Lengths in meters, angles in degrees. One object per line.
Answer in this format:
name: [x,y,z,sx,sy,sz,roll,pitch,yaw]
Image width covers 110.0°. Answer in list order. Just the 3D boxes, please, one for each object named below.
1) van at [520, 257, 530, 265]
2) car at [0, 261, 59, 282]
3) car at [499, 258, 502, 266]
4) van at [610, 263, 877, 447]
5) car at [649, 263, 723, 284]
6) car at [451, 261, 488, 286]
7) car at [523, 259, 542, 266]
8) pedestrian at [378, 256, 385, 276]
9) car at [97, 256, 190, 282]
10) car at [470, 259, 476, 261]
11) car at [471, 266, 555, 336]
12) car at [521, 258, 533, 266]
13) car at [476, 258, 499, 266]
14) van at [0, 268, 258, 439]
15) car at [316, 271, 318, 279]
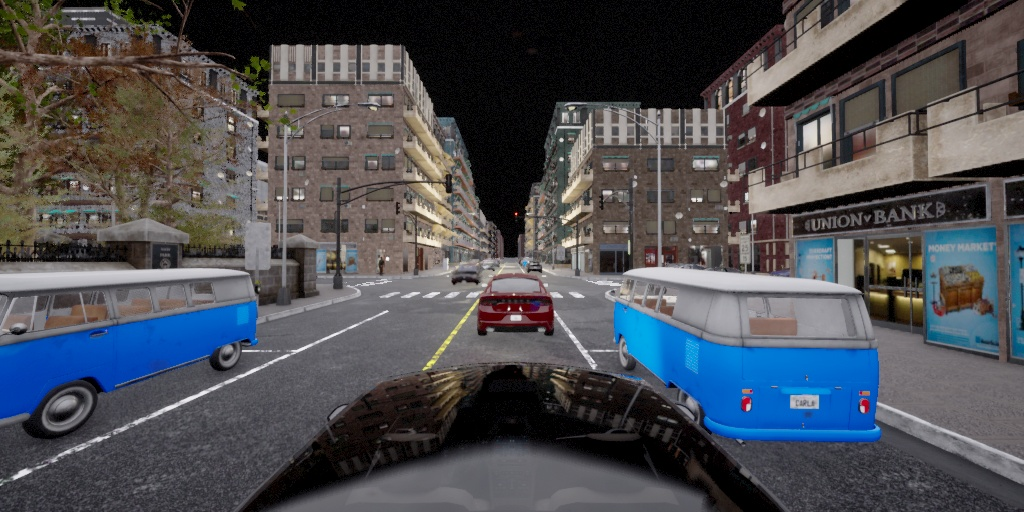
van: [2.640,1.112,59.990,1.690,1.789,3.998,0,0,0]
car: [-36.810,1.086,26.020,5.357,1.411,2.033,0,-1,0]
car: [-3.125,1.265,62.425,2.128,1.511,4.902,0,0,0]
van: [2.655,1.092,5.116,1.690,1.789,3.998,0,0,0]
car: [13.772,1.364,28.667,4.902,1.511,2.128,0,-1,1]
car: [-3.123,1.305,25.954,2.033,1.411,5.357,0,0,0]
car: [2.655,1.330,43.063,1.948,1.339,4.313,0,0,0]
pedestrian: [-12.568,0.968,34.491,0.375,1.860,0.375,0,-1,1]
car: [-26.484,0.946,25.905,4.553,1.767,2.097,0,-1,1]
car: [-5.725,1.290,42.885,1.751,1.417,4.829,0,0,0]
car: [0.090,1.230,10.475,1.882,1.535,5.008,0,0,0]
car: [2.650,1.317,48.705,2.007,1.370,4.403,0,0,0]
car: [-3.135,1.257,46.031,2.128,1.511,4.902,0,0,0]
van: [-5.659,1.092,5.110,1.690,1.789,3.998,0,0,0]
car: [-16.626,1.139,25.794,4.902,1.511,2.128,0,-1,1]
